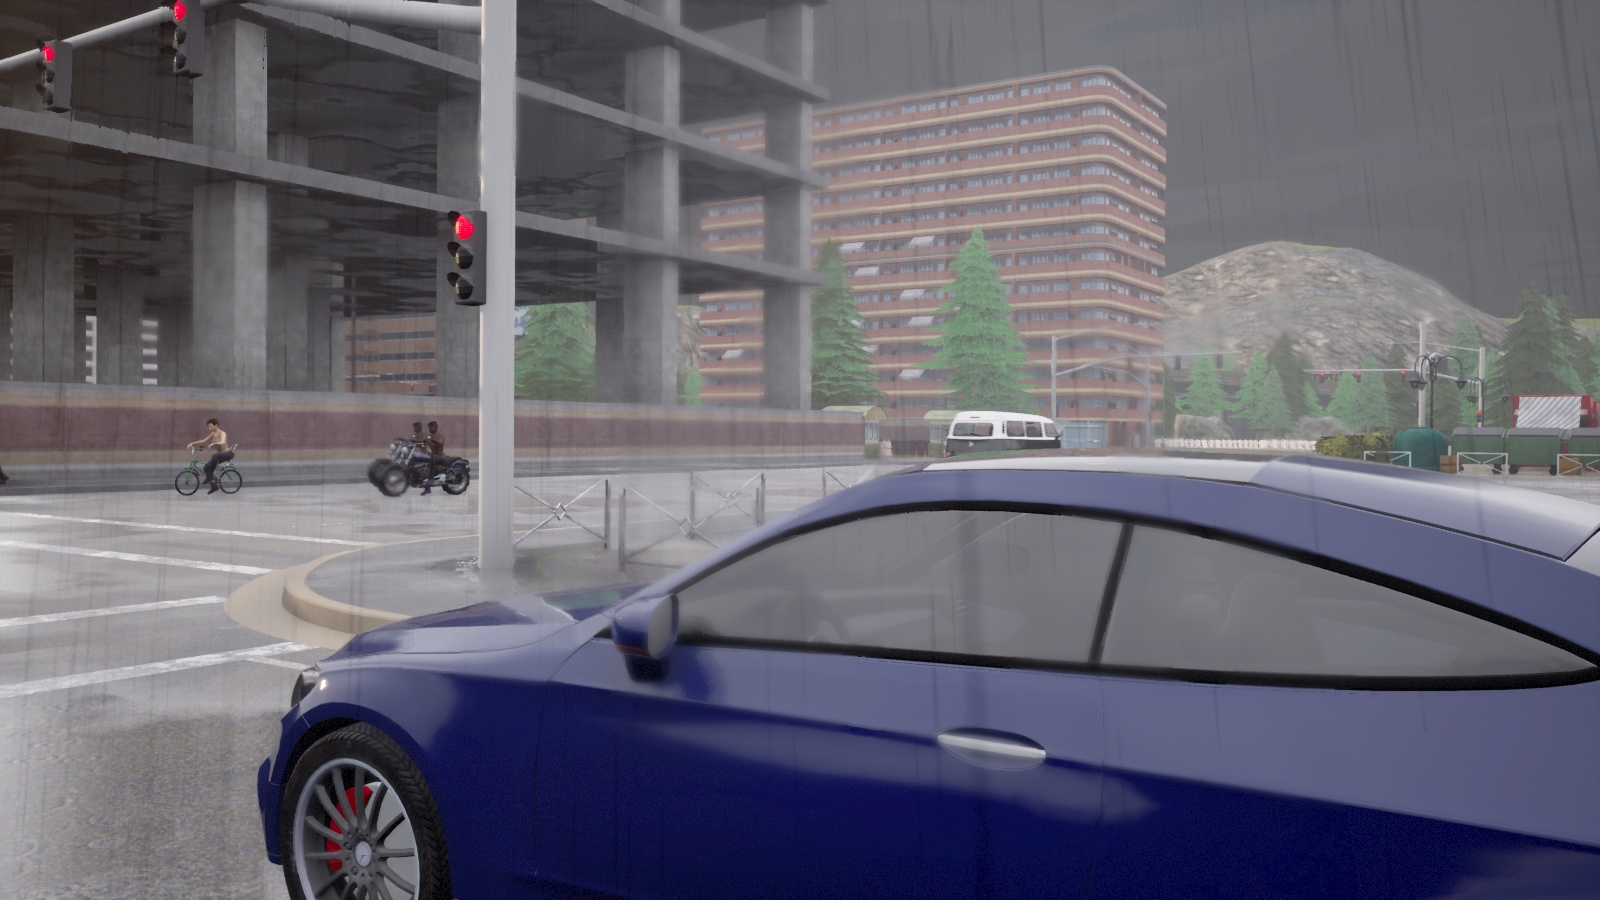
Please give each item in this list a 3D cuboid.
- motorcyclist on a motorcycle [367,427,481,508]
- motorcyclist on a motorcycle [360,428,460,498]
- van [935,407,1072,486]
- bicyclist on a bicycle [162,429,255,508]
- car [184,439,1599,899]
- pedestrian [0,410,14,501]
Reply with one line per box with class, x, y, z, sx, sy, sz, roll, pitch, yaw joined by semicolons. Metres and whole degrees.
motorcyclist on a motorcycle;-7.963;0.334;26.710;0.766;1.649;2.350;0;1;33
motorcyclist on a motorcycle;-9.515;0.293;30.715;0.766;1.649;2.350;0;1;33
van;5.702;-0.126;34.721;2.069;2.038;4.480;0;1;33
bicyclist on a bicycle;-12.388;0.365;26.348;0.866;1.612;1.509;0;1;34
car;0.620;0.708;3.212;4.674;1.442;1.812;0;1;34
pedestrian;-17.441;0.124;26.803;0.659;1.952;0.873;0;1;17
